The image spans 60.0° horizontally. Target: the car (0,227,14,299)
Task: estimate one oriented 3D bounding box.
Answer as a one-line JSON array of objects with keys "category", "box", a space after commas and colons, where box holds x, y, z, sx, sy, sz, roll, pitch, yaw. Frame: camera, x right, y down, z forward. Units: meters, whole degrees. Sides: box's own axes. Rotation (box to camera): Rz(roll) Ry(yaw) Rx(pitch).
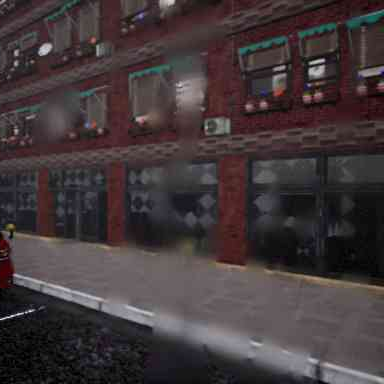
[{"category": "car", "box": [-5.698, 1.305, 6.942, 5.009, 1.841, 2.192, 0, 0, 36]}]
